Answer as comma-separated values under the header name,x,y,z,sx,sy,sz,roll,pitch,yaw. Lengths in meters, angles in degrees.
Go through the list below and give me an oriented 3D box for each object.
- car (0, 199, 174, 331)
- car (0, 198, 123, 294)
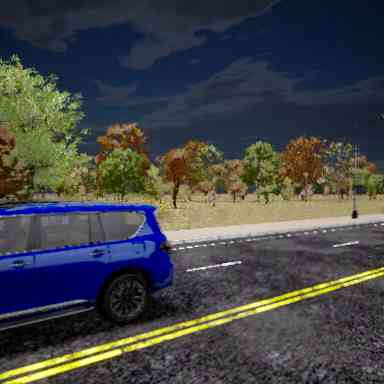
name,x,y,z,sx,sy,sz,roll,pitch,yaw
car,-2.938,1.221,5.566,5.566,2.045,2.150,0,0,-36
car,-4.756,1.221,8.273,5.566,2.045,2.150,0,0,-35
